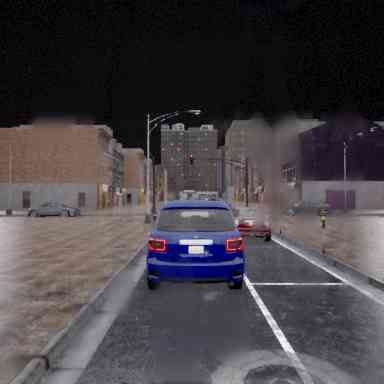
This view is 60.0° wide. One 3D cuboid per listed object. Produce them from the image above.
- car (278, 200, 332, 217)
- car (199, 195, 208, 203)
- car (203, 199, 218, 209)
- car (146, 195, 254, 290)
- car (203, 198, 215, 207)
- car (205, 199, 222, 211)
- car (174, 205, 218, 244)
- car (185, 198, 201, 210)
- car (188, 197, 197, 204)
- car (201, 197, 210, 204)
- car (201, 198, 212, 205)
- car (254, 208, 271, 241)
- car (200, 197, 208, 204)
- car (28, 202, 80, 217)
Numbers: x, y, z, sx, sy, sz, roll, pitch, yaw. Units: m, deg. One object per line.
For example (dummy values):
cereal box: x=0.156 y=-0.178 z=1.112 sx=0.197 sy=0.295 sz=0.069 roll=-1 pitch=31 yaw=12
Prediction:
car: x=10.720 y=1.583 z=31.700 sx=4.892 sy=1.490 sz=1.837 roll=0 pitch=-2 yaw=0
car: x=2.796 y=1.757 z=81.668 sx=2.192 sy=1.841 sz=5.009 roll=1 pitch=-1 yaw=0
car: x=2.737 y=1.718 z=49.040 sx=1.947 sy=1.339 sz=4.313 roll=1 pitch=0 yaw=0
car: x=0.056 y=1.231 z=9.215 sx=2.150 sy=2.045 sz=5.566 roll=0 pitch=0 yaw=-1
car: x=2.748 y=1.717 z=54.647 sx=1.752 sy=1.417 sz=4.829 roll=1 pitch=0 yaw=0
car: x=2.728 y=1.684 z=43.603 sx=1.947 sy=1.339 sz=4.313 roll=1 pitch=0 yaw=0
car: x=0.124 y=1.500 z=17.044 sx=1.882 sy=1.535 sz=5.008 roll=0 pitch=0 yaw=-1
car: x=0.142 y=1.623 z=45.906 sx=2.128 sy=1.511 sz=4.902 roll=0 pitch=0 yaw=0
car: x=0.132 y=1.864 z=74.019 sx=1.837 sy=1.490 sz=4.892 roll=0 pitch=-1 yaw=0
car: x=2.774 y=1.859 z=70.959 sx=1.752 sy=1.417 sz=4.829 roll=1 pitch=-1 yaw=0
car: x=2.764 y=1.847 z=65.352 sx=1.947 sy=1.339 sz=4.313 roll=1 pitch=-1 yaw=0
car: x=2.689 y=1.462 z=16.857 sx=1.967 sy=1.590 sz=4.097 roll=2 pitch=0 yaw=0
car: x=2.783 y=1.912 z=76.397 sx=1.752 sy=1.417 sz=4.829 roll=1 pitch=-1 yaw=0
car: x=-11.925 y=1.590 z=28.928 sx=4.181 sy=1.385 sz=1.994 roll=0 pitch=-2 yaw=0
